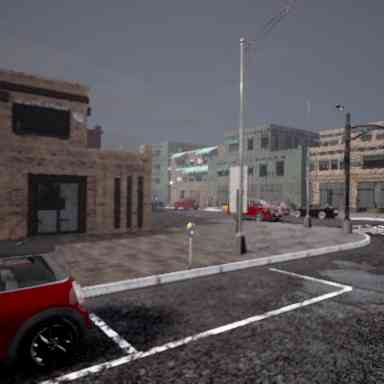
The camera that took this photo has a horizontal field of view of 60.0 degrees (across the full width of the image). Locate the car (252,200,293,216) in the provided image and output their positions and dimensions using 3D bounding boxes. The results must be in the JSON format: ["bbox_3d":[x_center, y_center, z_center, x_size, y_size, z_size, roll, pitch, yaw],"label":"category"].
[{"bbox_3d":[8.705,1.733,36.453,1.967,1.590,4.097,0,-1,-35],"label":"car"}]

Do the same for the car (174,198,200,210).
[{"bbox_3d":[-0.790,1.768,50.125,2.192,1.841,5.009,0,-1,-35],"label":"car"}]

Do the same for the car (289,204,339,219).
[{"bbox_3d":[11.870,1.806,31.895,1.947,1.339,4.313,0,-1,-35],"label":"car"}]

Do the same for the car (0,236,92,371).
[{"bbox_3d":[-3.482,1.440,4.059,4.097,1.590,1.967,0,1,-35],"label":"car"}]

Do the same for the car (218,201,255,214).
[{"bbox_3d":[5.443,1.873,41.149,1.752,1.417,4.829,0,-1,-35],"label":"car"}]

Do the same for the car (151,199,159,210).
[{"bbox_3d":[-7.565,1.622,49.808,2.150,2.045,5.566,1,-1,-34],"label":"car"}]

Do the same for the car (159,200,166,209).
[{"bbox_3d":[-5.863,1.952,52.796,2.128,1.511,4.902,1,-1,-34],"label":"car"}]

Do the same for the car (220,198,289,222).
[{"bbox_3d":[4.988,1.425,27.118,2.192,1.841,5.009,0,-1,-35],"label":"car"}]

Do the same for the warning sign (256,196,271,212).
[{"bbox_3d":[8.734,1.479,40.609,1.300,1.860,1.060,2,-1,-35],"label":"warning sign"}]

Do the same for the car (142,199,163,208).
[{"bbox_3d":[-7.119,1.999,59.238,1.967,1.590,4.097,0,-1,-35],"label":"car"}]
